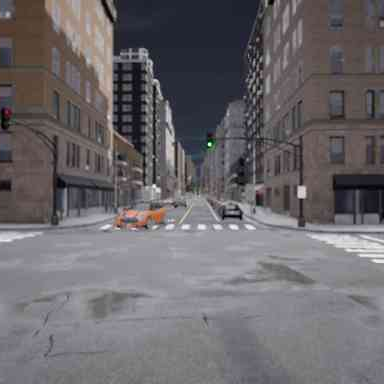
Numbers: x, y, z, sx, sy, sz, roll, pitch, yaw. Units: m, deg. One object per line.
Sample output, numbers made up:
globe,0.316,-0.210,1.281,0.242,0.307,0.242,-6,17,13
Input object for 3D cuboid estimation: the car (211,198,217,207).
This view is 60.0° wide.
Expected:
car,3.675,1.721,40.209,2.008,1.369,4.403,1,0,1

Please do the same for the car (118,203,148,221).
car,-5.132,1.713,29.367,1.802,1.307,4.206,1,0,1

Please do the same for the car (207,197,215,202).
car,4.812,1.930,84.440,1.802,1.307,4.206,1,0,1

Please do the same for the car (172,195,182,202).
car,-3.708,1.669,84.642,2.192,1.841,5.009,1,0,1

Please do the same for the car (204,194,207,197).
car,5.098,1.832,95.498,1.967,1.590,4.097,1,0,1

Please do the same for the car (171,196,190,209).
car,-1.723,1.766,51.076,2.033,1.411,5.357,0,0,1

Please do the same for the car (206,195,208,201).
car,4.386,1.834,67.854,2.008,1.369,4.403,1,0,1

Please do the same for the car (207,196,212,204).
car,4.102,1.805,56.796,1.947,1.339,4.313,1,0,1

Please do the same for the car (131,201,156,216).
car,-4.990,1.720,34.894,1.947,1.339,4.313,1,0,1

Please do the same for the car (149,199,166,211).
car,-4.705,1.744,45.949,1.887,1.381,4.507,1,0,1

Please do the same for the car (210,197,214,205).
car,3.817,1.738,45.738,1.887,1.381,4.507,1,0,1

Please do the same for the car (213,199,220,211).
car,3.533,1.692,34.680,1.887,1.381,4.507,1,0,1

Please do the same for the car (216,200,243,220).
car,3.391,1.690,29.152,1.947,1.339,4.313,1,0,1

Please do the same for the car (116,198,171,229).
car,-3.295,1.453,22.342,2.097,1.767,4.553,0,0,14

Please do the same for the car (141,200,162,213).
car,-4.848,1.728,40.422,2.008,1.369,4.403,1,0,1
